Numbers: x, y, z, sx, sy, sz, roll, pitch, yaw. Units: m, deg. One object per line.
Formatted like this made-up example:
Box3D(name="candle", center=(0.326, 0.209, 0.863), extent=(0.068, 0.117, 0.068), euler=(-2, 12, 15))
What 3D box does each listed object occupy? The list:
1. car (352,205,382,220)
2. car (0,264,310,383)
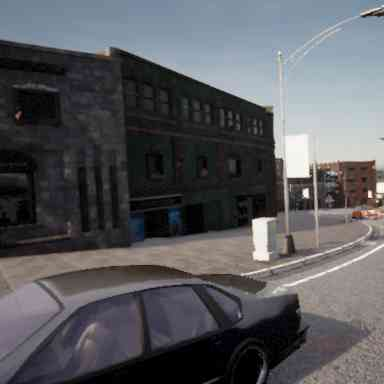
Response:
Box3D(name="car", center=(20.881, 2.396, 39.874), extent=(2.097, 1.767, 4.553), euler=(-3, -3, 10))
Box3D(name="car", center=(-0.977, 1.577, 3.456), extent=(5.357, 1.411, 2.033), euler=(0, -1, -37))
